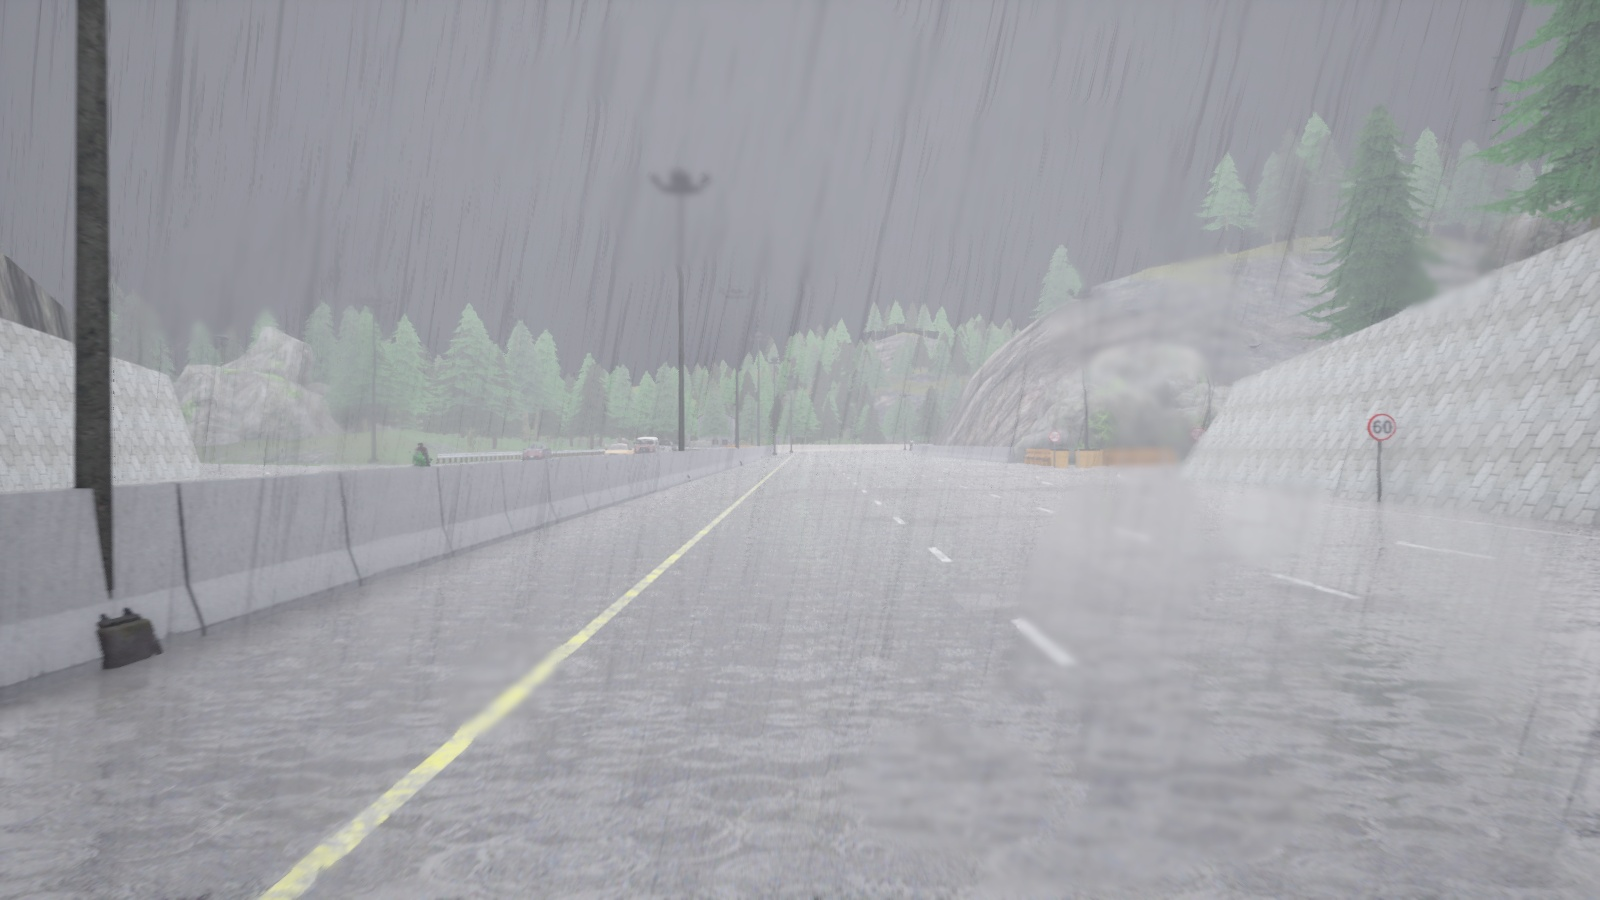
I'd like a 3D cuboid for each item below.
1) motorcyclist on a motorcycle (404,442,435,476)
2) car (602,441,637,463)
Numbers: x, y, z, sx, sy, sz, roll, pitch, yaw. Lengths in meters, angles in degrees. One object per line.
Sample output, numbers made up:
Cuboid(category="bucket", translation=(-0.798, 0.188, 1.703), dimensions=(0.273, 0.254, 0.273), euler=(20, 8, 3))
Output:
Cuboid(category="motorcyclist on a motorcycle", translation=(-17.163, 0.395, 56.678), dimensions=(0.797, 1.523, 2.044), euler=(0, 0, 0))
Cuboid(category="car", translation=(-13.452, 0.147, 93.683), dimensions=(1.801, 1.575, 5.366), euler=(0, 0, 0))
